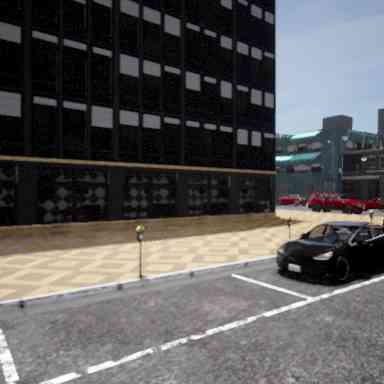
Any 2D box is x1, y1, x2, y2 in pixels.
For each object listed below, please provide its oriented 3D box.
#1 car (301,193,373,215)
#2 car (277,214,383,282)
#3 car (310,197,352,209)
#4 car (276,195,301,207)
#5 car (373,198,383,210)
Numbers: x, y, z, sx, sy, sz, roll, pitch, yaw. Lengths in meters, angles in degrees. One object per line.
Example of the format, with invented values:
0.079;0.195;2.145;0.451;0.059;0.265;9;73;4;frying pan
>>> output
12.888;1.030;29.829;2.192;1.841;5.009;1;0;-36;car
4.368;1.543;9.672;4.313;1.339;1.947;0;0;-36;car
16.352;1.249;39.260;1.802;1.307;4.206;1;0;-36;car
13.069;1.038;43.730;1.967;1.590;4.097;1;0;-36;car
19.636;1.280;34.791;1.887;1.381;4.507;1;0;-36;car
